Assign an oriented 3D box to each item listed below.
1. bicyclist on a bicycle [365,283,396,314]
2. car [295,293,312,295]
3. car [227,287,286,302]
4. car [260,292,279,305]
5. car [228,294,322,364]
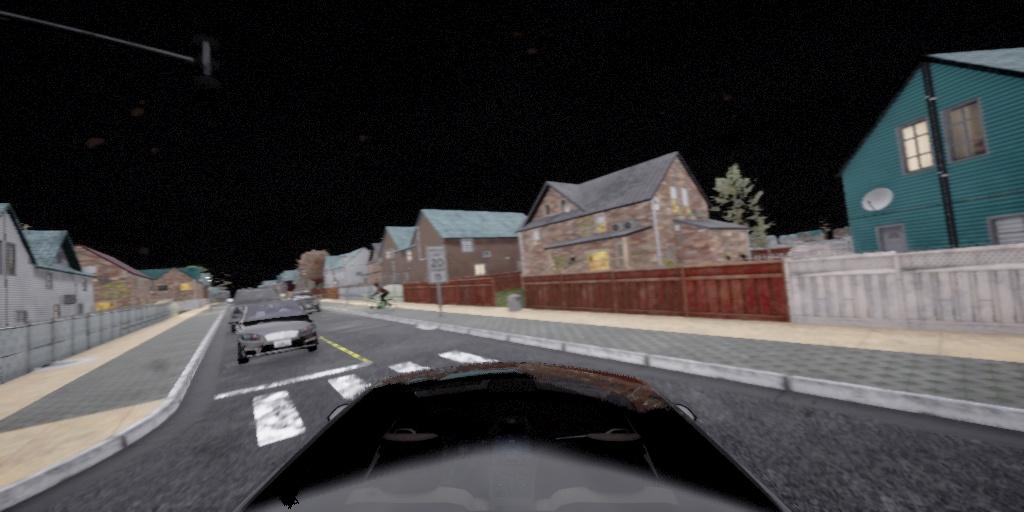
[{"bbox_3d":[-7.063,2.244,19.225,1.656,1.620,0.582,-3,-3,-38],"label":"bicyclist on a bicycle"},{"bbox_3d":[-15.179,3.432,26.011,1.812,1.442,4.674,-3,-3,-38],"label":"car"},{"bbox_3d":[-13.328,2.683,18.777,2.150,2.045,5.566,-3,-3,-38],"label":"car"},{"bbox_3d":[-34.536,6.083,51.034,1.882,1.535,5.008,-3,-3,-38],"label":"car"},{"bbox_3d":[-7.288,2.138,10.982,2.128,1.511,4.902,-3,-3,-38],"label":"car"}]
